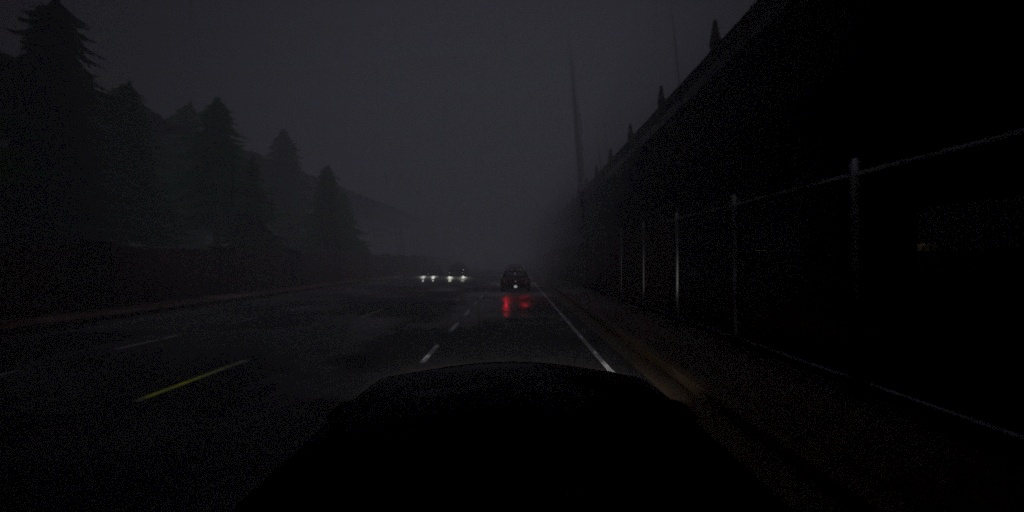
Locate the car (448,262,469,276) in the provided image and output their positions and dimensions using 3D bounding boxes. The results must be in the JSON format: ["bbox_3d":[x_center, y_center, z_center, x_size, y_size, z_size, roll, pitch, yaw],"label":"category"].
[{"bbox_3d":[-6.754,1.609,45.441,2.097,1.767,4.553,0,-1,1],"label":"car"}]

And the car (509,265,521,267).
[{"bbox_3d":[0.342,1.739,42.167,1.837,1.490,4.892,0,-1,0],"label":"car"}]

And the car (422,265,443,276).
[{"bbox_3d":[-10.235,1.811,46.604,2.033,1.411,5.357,0,-1,0],"label":"car"}]

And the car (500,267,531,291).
[{"bbox_3d":[0.228,1.620,24.221,1.895,1.301,4.718,0,-1,0],"label":"car"}]
